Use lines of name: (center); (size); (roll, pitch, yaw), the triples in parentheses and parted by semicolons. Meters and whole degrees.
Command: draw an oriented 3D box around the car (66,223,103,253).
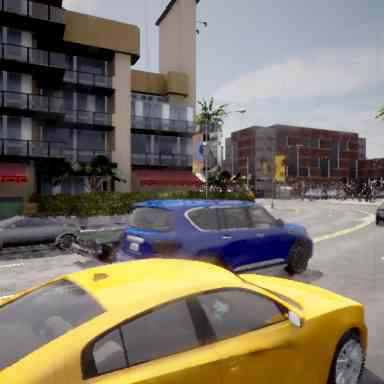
car: (-1.523, 1.592, 11.397); (4.718, 1.301, 1.895); (0, 0, -41)

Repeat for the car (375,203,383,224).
car: (14.240, 1.483, 23.622); (2.128, 1.511, 4.902); (0, 0, 34)

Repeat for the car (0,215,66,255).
car: (-6.243, 1.552, 12.144); (4.181, 1.385, 1.994); (0, 0, -38)

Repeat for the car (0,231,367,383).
car: (-0.138, 1.475, 3.413); (5.008, 1.535, 1.882); (0, 0, -36)

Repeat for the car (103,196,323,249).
car: (0.858, 1.216, 8.547); (5.566, 2.045, 2.150); (0, 0, -40)
